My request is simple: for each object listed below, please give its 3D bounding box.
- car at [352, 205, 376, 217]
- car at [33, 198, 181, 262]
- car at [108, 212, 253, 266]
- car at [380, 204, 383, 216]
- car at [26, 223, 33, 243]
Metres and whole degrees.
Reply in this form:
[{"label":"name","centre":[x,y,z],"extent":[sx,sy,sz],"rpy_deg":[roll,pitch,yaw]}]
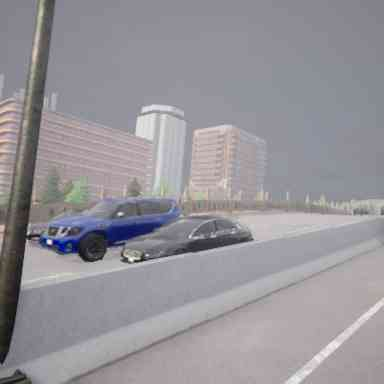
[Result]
[{"label":"car","centre":[23.812,2.545,45.812],"extent":[2.033,1.411,5.357],"rpy_deg":[0,-6,43]},{"label":"car","centre":[-2.696,1.251,12.724],"extent":[2.150,2.045,5.566],"rpy_deg":[0,0,43]},{"label":"car","centre":[0.057,1.529,10.541],"extent":[1.837,1.490,4.892],"rpy_deg":[0,0,43]},{"label":"car","centre":[26.359,2.221,43.413],"extent":[2.150,2.045,5.566],"rpy_deg":[0,-6,43]},{"label":"car","centre":[-5.101,1.529,15.275],"extent":[2.128,1.511,4.902],"rpy_deg":[0,0,43]}]
